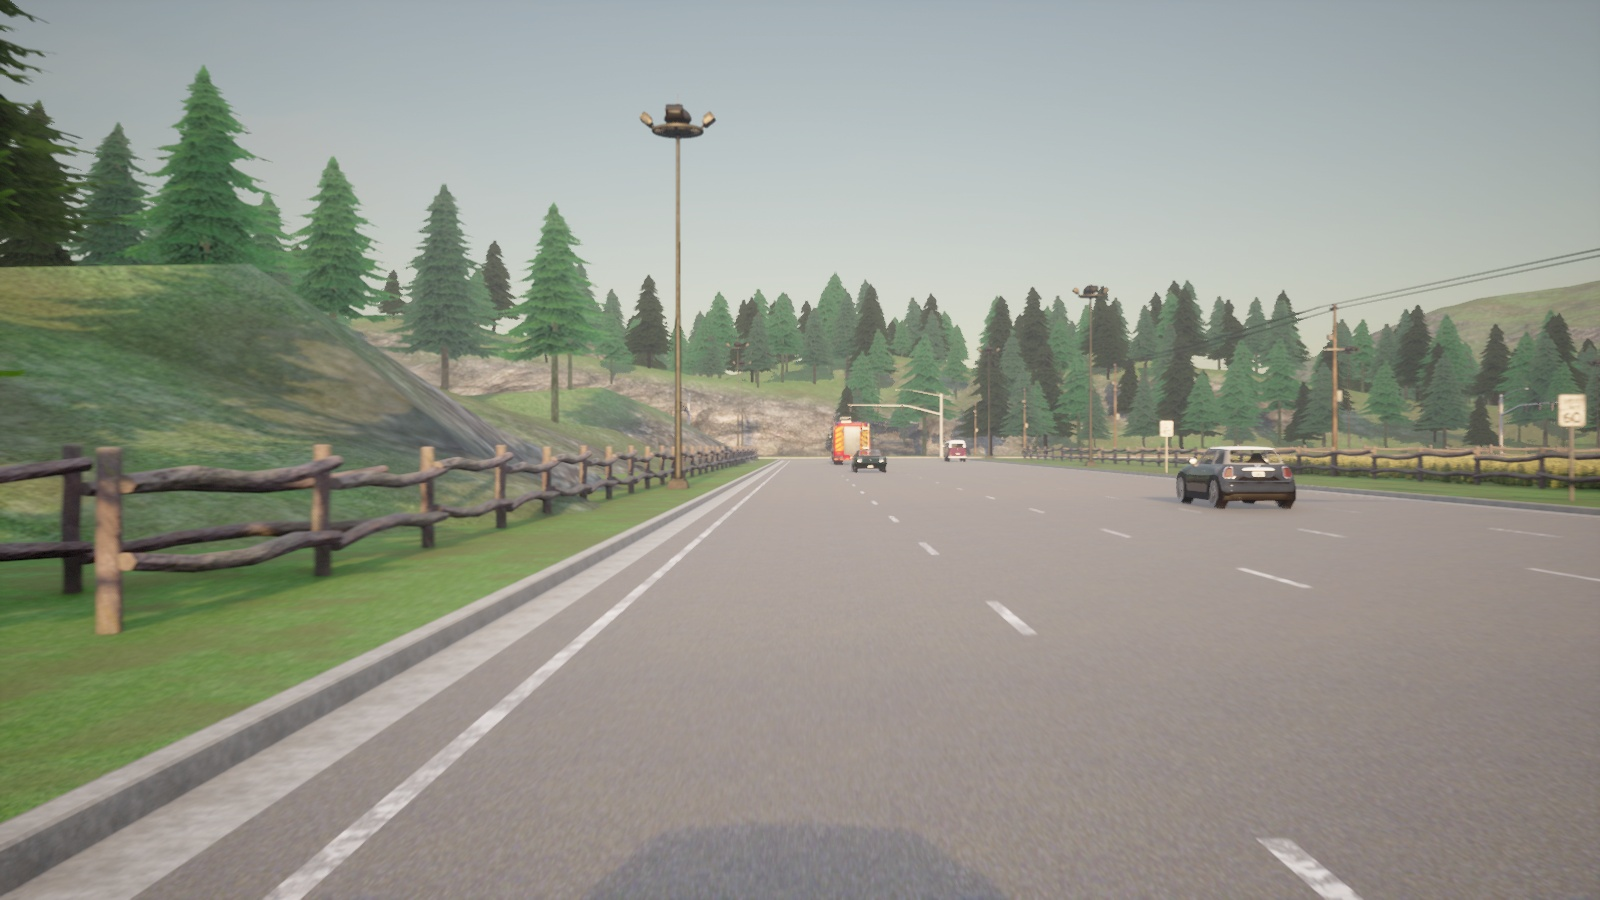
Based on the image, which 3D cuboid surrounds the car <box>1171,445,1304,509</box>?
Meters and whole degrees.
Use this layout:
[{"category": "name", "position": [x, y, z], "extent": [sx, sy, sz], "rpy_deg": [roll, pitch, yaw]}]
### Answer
[{"category": "car", "position": [10.693, 0.620, 30.995], "extent": [1.970, 1.475, 3.806], "rpy_deg": [0, 0, 0]}]

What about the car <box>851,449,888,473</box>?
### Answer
[{"category": "car", "position": [3.925, 0.617, 71.509], "extent": [1.895, 1.301, 4.718], "rpy_deg": [0, 0, 0]}]
